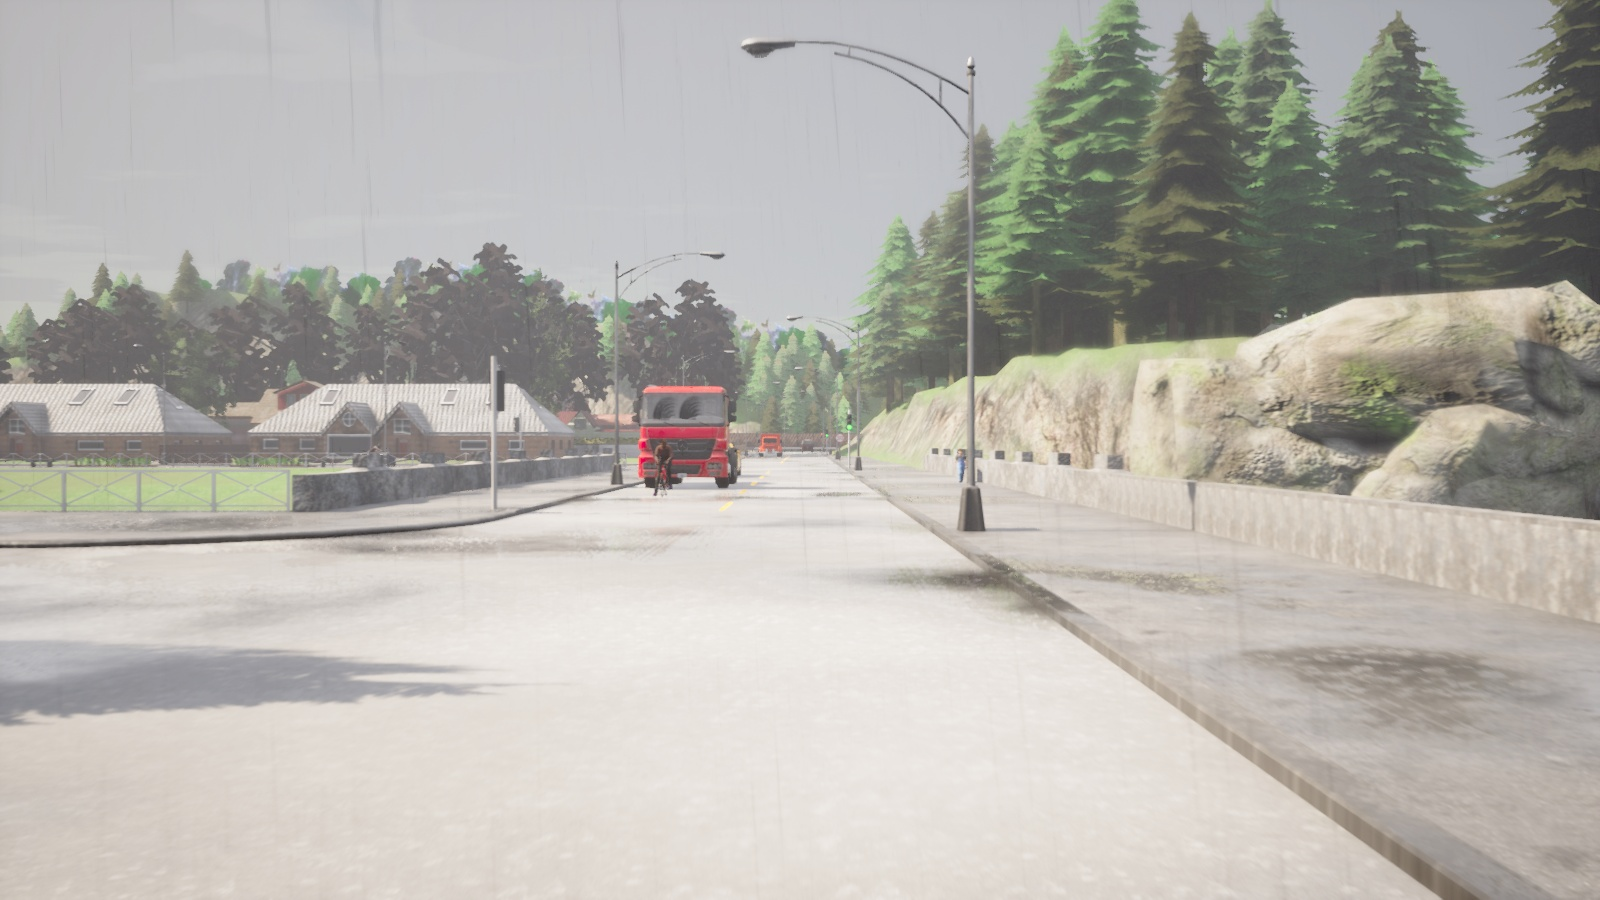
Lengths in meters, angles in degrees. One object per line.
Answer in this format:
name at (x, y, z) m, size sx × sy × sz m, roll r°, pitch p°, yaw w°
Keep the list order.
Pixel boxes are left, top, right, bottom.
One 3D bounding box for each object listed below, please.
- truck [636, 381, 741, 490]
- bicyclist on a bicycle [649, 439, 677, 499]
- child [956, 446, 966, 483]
truck at (-3.726, -0.485, 43.829) m, size 2.891 × 3.462 × 7.936 m, roll 0°, pitch 0°, yaw 0°
bicyclist on a bicycle at (-3.780, 0.500, 34.803) m, size 0.582 × 1.620 × 1.656 m, roll 0°, pitch 1°, yaw 0°
child at (5.577, 0.495, 43.552) m, size 0.270 × 1.263 × 0.437 m, roll 0°, pitch 0°, yaw -1°
